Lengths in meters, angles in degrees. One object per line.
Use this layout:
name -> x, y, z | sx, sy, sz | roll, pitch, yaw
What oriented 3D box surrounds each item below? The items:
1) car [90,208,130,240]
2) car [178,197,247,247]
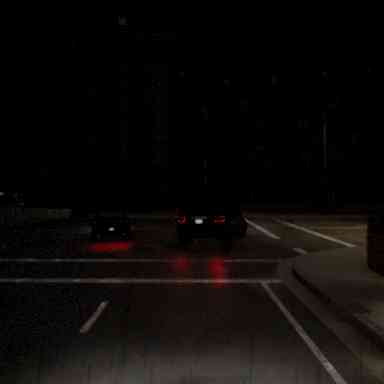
car -> -4.516, 1.625, 18.205 | 1.882, 1.535, 5.008 | 0, 0, -16
car -> 1.069, 1.273, 15.608 | 2.150, 2.045, 5.566 | -2, -1, 17
